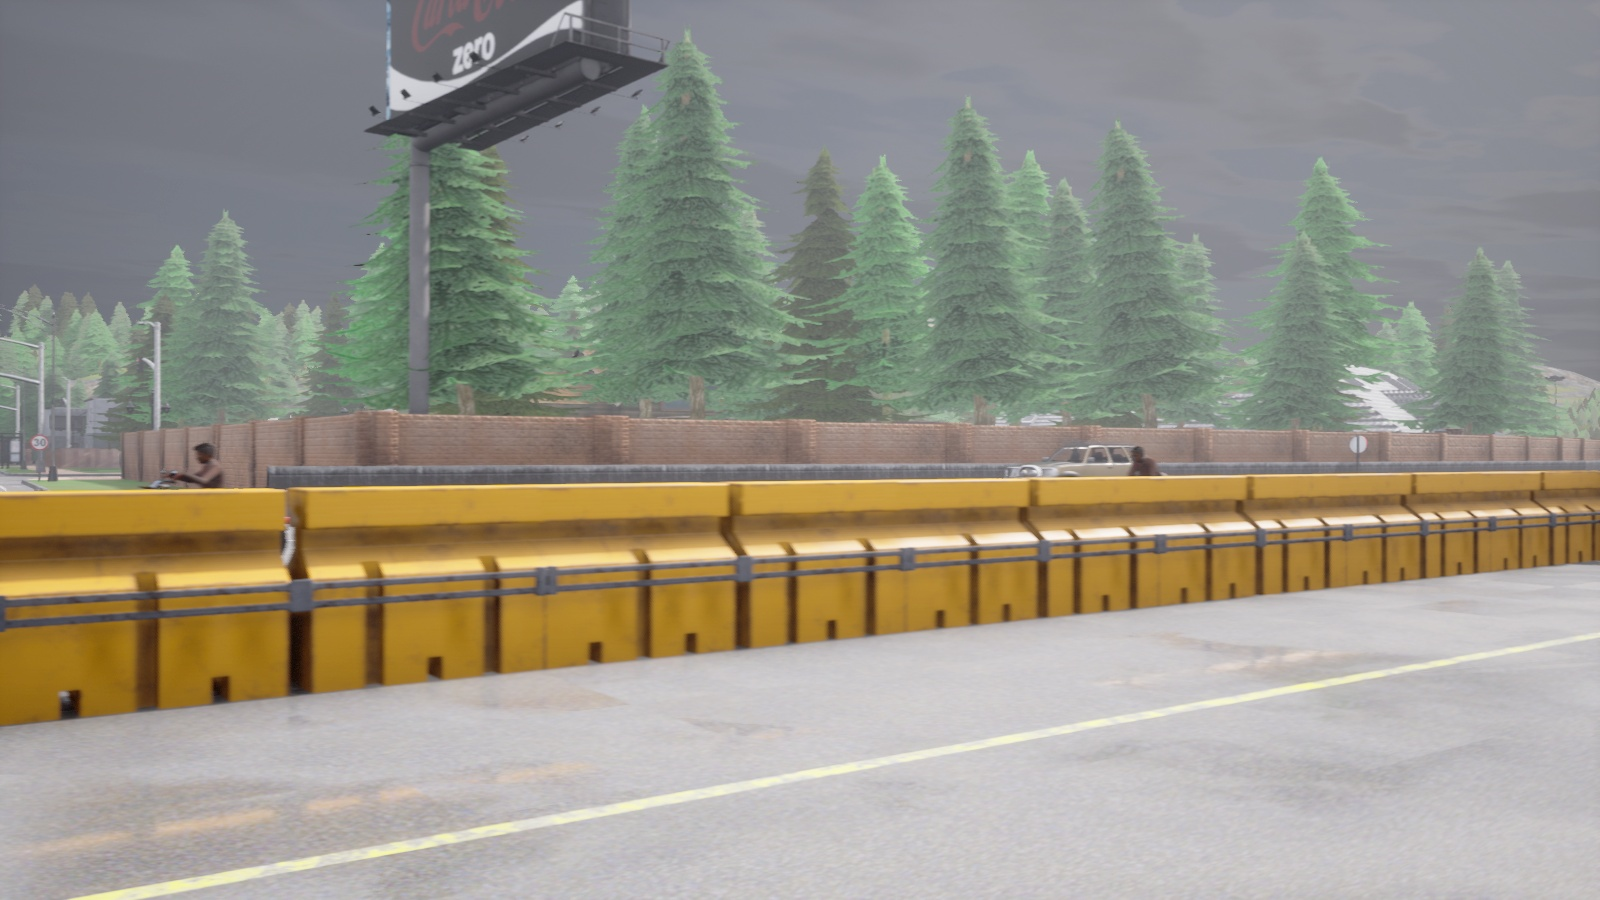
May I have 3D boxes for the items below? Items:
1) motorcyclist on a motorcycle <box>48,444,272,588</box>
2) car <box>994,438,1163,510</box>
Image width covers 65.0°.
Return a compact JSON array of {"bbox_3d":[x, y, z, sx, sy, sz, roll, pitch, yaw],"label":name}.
[{"bbox_3d":[-7.771,0.749,15.307,2.350,1.649,0.766,0,0,-35],"label":"motorcyclist on a motorcycle"},{"bbox_3d":[7.706,0.630,34.596,4.605,1.855,1.932,0,0,-35],"label":"car"}]
